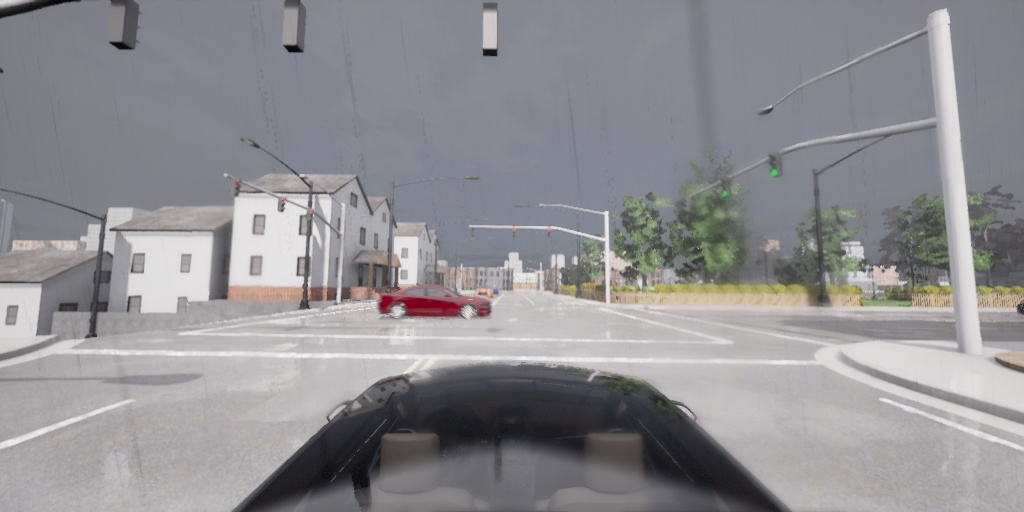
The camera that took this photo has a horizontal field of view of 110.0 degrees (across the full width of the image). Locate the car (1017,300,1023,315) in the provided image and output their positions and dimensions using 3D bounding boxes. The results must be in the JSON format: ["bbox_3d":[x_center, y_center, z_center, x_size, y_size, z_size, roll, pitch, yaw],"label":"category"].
[{"bbox_3d":[30.274,2.463,19.109,4.553,1.767,2.097,0,-5,1],"label":"car"}]

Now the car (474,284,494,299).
[{"bbox_3d":[-3.408,4.331,44.095,2.097,1.767,4.553,0,-5,0],"label":"car"}]

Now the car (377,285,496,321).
[{"bbox_3d":[-3.427,2.081,16.155,5.008,1.535,1.882,1,-5,1],"label":"car"}]

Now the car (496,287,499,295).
[{"bbox_3d":[-3.304,5.914,61.411,1.882,1.535,5.008,0,-5,1],"label":"car"}]
